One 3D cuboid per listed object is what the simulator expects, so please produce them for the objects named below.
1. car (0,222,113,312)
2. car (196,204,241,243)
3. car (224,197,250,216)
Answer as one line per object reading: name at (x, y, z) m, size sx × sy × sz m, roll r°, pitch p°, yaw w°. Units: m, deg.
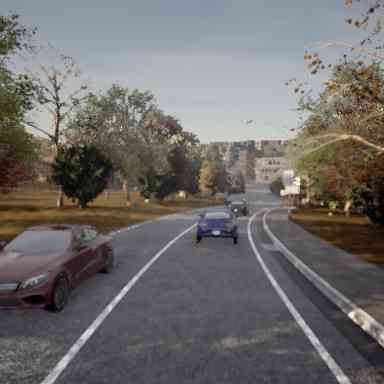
car at (-3.225, 1.490, 7.798) m, size 1.812 × 1.442 × 4.674 m, roll 0°, pitch 0°, yaw 4°
car at (1.288, 1.516, 16.139) m, size 1.812 × 1.442 × 4.674 m, roll 1°, pitch 0°, yaw 7°
car at (4.702, 1.534, 33.303) m, size 1.812 × 1.442 × 4.674 m, roll 1°, pitch 0°, yaw 15°
